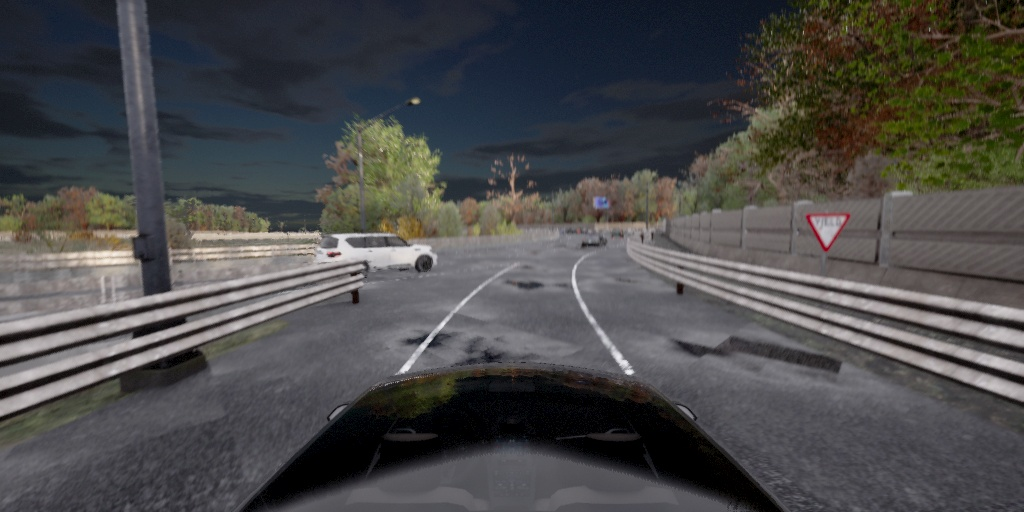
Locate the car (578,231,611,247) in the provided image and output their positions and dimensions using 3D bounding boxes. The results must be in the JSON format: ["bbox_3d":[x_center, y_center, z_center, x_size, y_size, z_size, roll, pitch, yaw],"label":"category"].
[{"bbox_3d":[9.083,-1.709,39.219,1.994,1.385,4.181,2,5,28],"label":"car"}]

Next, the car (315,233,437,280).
[{"bbox_3d":[-6.277,-0.084,17.058,2.150,2.045,5.566,4,6,42],"label":"car"}]
